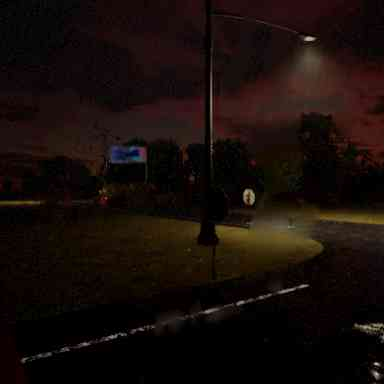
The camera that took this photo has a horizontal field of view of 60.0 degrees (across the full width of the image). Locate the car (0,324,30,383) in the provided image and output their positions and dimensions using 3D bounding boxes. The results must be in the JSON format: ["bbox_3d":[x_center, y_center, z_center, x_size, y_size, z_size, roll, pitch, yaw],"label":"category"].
[{"bbox_3d":[-3.341,1.602,1.505,4.718,1.301,1.895,0,0,-36],"label":"car"}]

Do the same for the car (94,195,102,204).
[{"bbox_3d":[-16.361,1.236,60.874,2.097,1.767,4.553,0,0,-34],"label":"car"}]

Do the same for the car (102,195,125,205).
[{"bbox_3d":[-12.890,1.248,55.791,2.097,1.767,4.553,0,0,-34],"label":"car"}]
